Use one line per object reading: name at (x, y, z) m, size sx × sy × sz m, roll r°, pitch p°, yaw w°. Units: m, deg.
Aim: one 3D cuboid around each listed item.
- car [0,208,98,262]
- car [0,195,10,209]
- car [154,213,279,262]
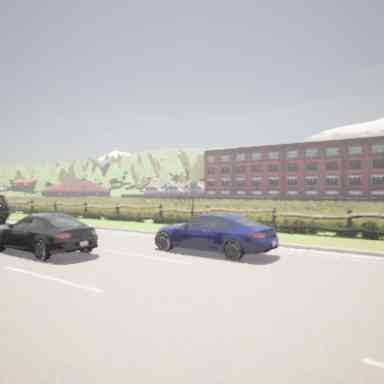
car at (-5.347, 1.498, 12.026) m, size 4.674 × 1.442 × 1.812 m, roll 0°, pitch 0°, yaw 35°
car at (-14.740, 1.175, 22.920) m, size 5.566 × 2.045 × 2.150 m, roll 0°, pitch 0°, yaw 35°
car at (0.757, 1.490, 11.996) m, size 4.674 × 1.442 × 1.812 m, roll 0°, pitch 0°, yaw 35°
